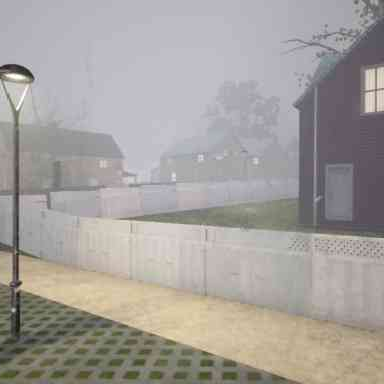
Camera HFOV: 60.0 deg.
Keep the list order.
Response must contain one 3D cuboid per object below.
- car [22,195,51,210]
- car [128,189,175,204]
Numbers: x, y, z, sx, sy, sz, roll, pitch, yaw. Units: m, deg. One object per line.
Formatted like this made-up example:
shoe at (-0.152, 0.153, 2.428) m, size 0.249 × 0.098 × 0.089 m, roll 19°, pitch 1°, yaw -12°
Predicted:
car at (-11.059, 0.862, 21.753) m, size 4.718 × 1.301 × 1.895 m, roll -4°, pitch 3°, yaw -40°
car at (-2.459, 0.271, 25.088) m, size 5.008 × 1.535 × 1.882 m, roll -4°, pitch 3°, yaw -40°
